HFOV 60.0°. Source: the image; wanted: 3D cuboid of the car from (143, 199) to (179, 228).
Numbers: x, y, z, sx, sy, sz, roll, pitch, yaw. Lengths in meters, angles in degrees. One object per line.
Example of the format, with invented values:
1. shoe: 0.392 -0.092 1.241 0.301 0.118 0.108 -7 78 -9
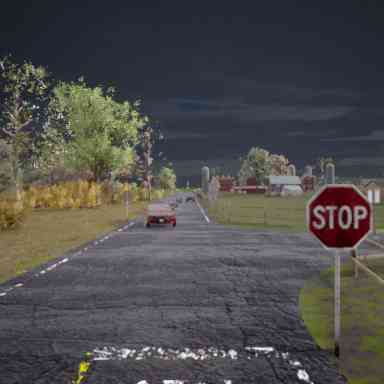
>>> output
1. car: -2.279 1.471 22.528 1.882 1.535 5.008 0 0 -10

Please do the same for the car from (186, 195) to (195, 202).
1. car: -0.294 1.411 71.277 1.837 1.490 4.892 0 0 0

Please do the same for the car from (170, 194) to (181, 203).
1. car: -3.029 1.465 48.686 1.837 1.490 4.892 0 0 0

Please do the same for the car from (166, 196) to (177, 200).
1. car: -2.988 1.472 34.642 2.128 1.511 4.902 0 0 0

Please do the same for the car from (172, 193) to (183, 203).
1. car: -3.020 1.135 65.056 2.150 2.045 5.566 0 0 0
